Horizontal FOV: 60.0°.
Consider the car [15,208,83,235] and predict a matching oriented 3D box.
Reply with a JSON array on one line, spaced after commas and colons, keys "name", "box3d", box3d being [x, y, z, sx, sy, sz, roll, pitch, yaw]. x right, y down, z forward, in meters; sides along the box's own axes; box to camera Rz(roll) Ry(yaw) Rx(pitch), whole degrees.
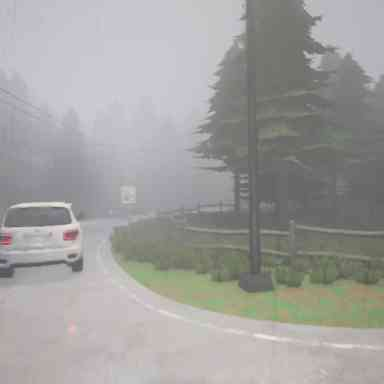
[{"name": "car", "box3d": [-8.979, 1.792, 21.386, 1.895, 1.301, 4.718, -1, 0, 7]}]

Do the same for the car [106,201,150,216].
[{"name": "car", "box3d": [-5.895, 1.611, 31.050, 2.128, 1.511, 4.902, -1, 0, 29]}]

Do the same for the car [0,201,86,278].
[{"name": "car", "box3d": [-4.744, 1.328, 10.939, 2.150, 2.045, 5.566, -1, 0, -19]}]

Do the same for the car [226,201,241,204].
[{"name": "car", "box3d": [6.259, 1.346, 42.253, 2.128, 1.511, 4.902, -1, 0, 42]}]
